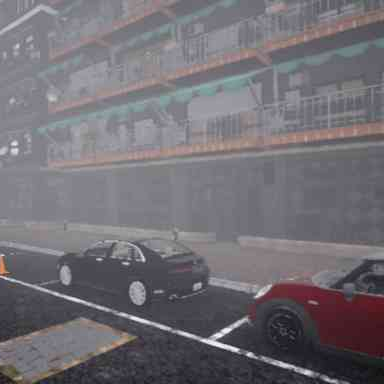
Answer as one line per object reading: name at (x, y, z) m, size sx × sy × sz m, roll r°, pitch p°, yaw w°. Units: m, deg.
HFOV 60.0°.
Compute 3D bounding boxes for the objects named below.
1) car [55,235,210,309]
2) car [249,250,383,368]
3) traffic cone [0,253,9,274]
car at (-1.636, 1.747, 8.229) m, size 4.403 × 1.369 × 2.008 m, roll -1°, pitch -2°, yaw 37°
car at (2.876, 1.584, 4.855) m, size 4.097 × 1.590 × 1.967 m, roll -1°, pitch -2°, yaw 37°
traffic cone at (-5.818, 2.169, 10.140) m, size 0.340 × 0.580 × 0.340 m, roll -1°, pitch -2°, yaw 37°
